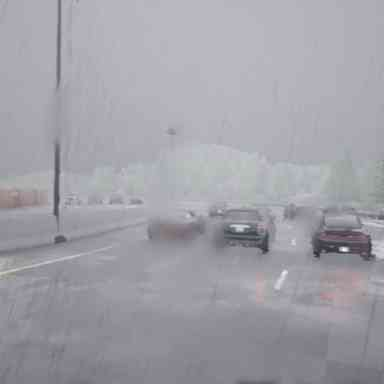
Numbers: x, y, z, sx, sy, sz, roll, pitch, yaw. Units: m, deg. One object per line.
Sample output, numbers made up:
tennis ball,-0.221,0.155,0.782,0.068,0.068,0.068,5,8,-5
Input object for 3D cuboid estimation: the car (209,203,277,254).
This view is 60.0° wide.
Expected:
car,2.447,1.429,14.332,2.097,1.767,4.553,1,0,19

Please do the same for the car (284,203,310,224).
car,9.586,1.735,30.134,1.837,1.490,4.892,1,0,7

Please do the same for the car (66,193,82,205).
car,-19.862,1.124,56.169,2.150,2.045,5.566,1,0,-15

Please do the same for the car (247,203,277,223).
car,5.889,1.719,28.570,2.033,1.411,5.357,1,0,8

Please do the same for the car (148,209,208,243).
car,-0.568,1.567,16.321,1.812,1.442,4.674,1,0,18

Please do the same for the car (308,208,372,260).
car,5.738,1.626,13.148,1.837,1.490,4.892,1,0,18

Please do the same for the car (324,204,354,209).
car,13.030,1.766,29.502,2.128,1.511,4.902,1,0,7

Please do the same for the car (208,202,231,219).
car,2.703,1.701,31.453,1.994,1.385,4.181,1,0,7

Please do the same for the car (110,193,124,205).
car,-13.224,1.225,58.433,2.150,2.045,5.566,1,-1,-15

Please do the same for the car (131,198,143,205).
car,-9.789,1.652,58.989,1.895,1.301,4.718,1,0,-14

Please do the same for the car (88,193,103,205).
car,-16.554,1.174,57.323,2.150,2.045,5.566,1,0,-15
